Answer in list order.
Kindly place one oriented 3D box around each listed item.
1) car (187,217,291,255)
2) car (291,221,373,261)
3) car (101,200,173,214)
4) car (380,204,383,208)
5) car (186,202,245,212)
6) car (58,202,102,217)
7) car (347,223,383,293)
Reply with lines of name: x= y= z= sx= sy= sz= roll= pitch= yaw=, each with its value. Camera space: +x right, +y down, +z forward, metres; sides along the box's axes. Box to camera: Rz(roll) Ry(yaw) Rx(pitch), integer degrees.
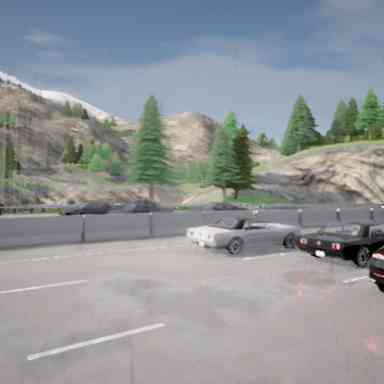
car: x=2.261 y=1.647 z=13.478 sx=4.718 sy=1.301 sz=1.895 roll=1 pitch=0 yaw=-32
car: x=5.954 y=1.678 z=11.635 sx=4.718 sy=1.301 sz=1.895 roll=1 pitch=0 yaw=-31
car: x=-4.024 y=1.561 z=26.285 sx=5.357 sy=1.411 sz=2.033 roll=1 pitch=0 yaw=-31
car: x=27.684 y=1.842 z=44.911 sx=4.902 sy=1.511 sz=2.128 roll=1 pitch=0 yaw=-18
car: x=1.853 y=1.545 z=25.634 sx=5.008 sy=1.535 sz=1.882 roll=1 pitch=0 yaw=-29
car: x=-8.227 y=1.525 z=27.797 sx=5.357 sy=1.411 sz=2.033 roll=1 pitch=0 yaw=-32
car: x=6.050 y=1.562 z=7.565 sx=4.902 sy=1.511 sz=2.128 roll=1 pitch=0 yaw=-32
